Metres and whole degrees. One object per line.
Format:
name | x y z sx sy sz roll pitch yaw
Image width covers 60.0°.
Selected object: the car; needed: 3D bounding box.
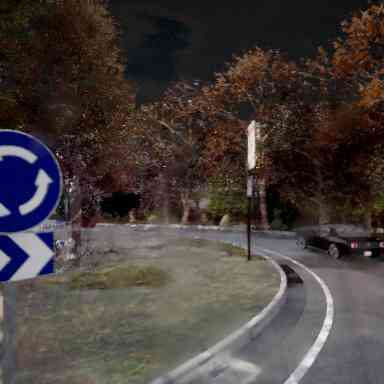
car | 6.441 2.123 14.942 1.895 1.301 4.718 0 -1 -7
